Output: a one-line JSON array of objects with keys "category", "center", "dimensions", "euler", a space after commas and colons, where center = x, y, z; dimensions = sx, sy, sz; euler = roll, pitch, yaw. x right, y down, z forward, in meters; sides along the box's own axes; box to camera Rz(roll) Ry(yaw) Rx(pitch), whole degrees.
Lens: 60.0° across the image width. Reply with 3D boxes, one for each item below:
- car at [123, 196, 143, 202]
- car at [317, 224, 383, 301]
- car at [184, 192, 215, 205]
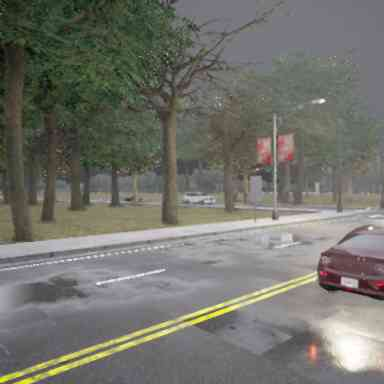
[{"category": "car", "center": [-11.567, 1.482, 65.182], "dimensions": [1.895, 1.301, 4.718], "euler": [-1, 0, -41]}, {"category": "car", "center": [4.564, 1.461, 7.564], "dimensions": [4.674, 1.442, 1.812], "euler": [0, 0, -42]}, {"category": "car", "center": [1.059, 1.005, 50.667], "dimensions": [2.150, 2.045, 5.566], "euler": [-1, 0, -41]}]
